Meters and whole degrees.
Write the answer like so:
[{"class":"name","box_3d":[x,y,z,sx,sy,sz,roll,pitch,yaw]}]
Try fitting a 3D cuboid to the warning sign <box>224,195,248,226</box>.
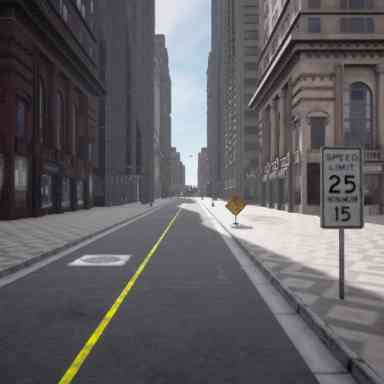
[{"class":"warning sign","box_3d":[2.699,1.128,20.545,1.300,1.860,1.060,-1,-1,0]}]
